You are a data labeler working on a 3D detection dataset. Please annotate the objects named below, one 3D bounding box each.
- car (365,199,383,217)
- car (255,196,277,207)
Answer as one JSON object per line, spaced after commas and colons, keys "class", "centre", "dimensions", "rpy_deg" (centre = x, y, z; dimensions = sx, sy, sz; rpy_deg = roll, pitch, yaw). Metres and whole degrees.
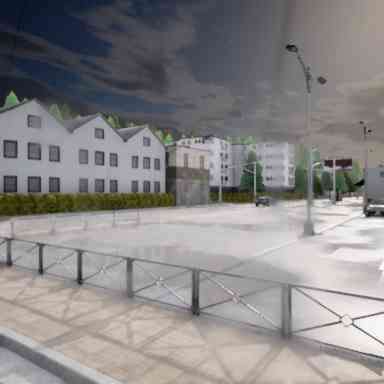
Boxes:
{"class": "car", "centre": [15.299, 1.299, 26.900], "dimensions": [2.007, 1.523, 4.514], "rpy_deg": [0, 0, 35]}
{"class": "car", "centre": [10.556, 1.316, 47.221], "dimensions": [1.837, 1.490, 4.892], "rpy_deg": [0, 0, 32]}
